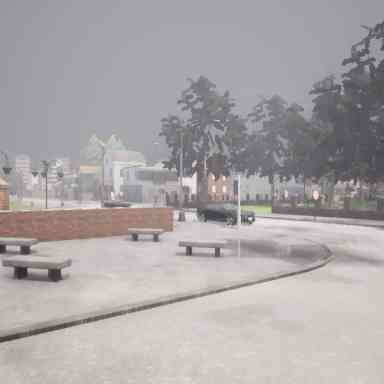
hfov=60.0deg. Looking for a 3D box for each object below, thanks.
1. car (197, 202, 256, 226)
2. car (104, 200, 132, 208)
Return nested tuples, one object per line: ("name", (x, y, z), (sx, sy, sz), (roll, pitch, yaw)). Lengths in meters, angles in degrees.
("car", (2.333, 1.477, 23.622), (1.882, 1.535, 5.008), (0, 0, -35))
("car", (-8.819, 1.601, 39.422), (1.895, 1.301, 4.718), (0, 0, -35))
